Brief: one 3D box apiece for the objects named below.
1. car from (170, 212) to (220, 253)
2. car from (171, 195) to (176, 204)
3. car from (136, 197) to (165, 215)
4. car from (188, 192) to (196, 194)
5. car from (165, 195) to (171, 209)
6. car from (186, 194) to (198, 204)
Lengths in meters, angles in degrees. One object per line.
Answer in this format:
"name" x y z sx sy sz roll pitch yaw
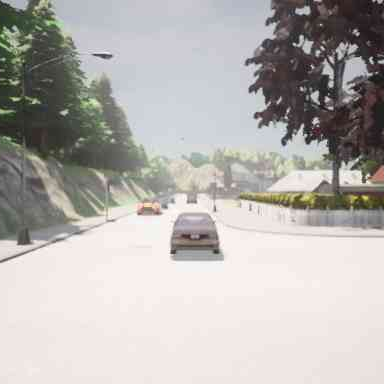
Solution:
"car" 0.097 1.522 13.496 2.033 1.411 5.357 0 0 0
"car" -4.025 1.381 60.799 2.128 1.511 4.902 0 0 0
"car" -4.096 1.292 32.585 2.097 1.767 4.553 0 0 0
"car" -0.015 1.090 68.947 2.150 2.045 5.566 0 0 0
"car" -4.088 1.447 43.020 1.812 1.442 4.674 0 0 0
"car" -0.013 1.455 59.044 1.994 1.385 4.181 0 0 0
